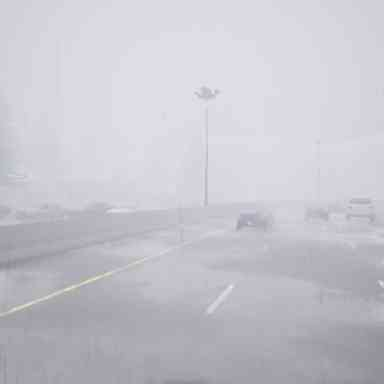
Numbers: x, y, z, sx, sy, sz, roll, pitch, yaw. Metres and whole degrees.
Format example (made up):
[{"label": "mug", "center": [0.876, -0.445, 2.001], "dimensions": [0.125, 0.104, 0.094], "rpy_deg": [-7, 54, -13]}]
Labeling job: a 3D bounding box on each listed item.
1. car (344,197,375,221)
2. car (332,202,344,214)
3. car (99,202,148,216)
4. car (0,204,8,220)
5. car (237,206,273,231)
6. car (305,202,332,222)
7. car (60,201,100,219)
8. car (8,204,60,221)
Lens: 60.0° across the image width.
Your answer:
[{"label": "car", "center": [15.066, 1.472, 29.859], "dimensions": [2.150, 2.045, 5.566], "rpy_deg": [0, 0, 26]}, {"label": "car", "center": [17.042, 1.876, 39.779], "dimensions": [1.994, 1.385, 4.181], "rpy_deg": [0, 0, 35]}, {"label": "car", "center": [-5.158, 1.620, 27.036], "dimensions": [1.812, 1.442, 4.674], "rpy_deg": [0, 0, 21]}, {"label": "car", "center": [-16.736, 1.500, 26.095], "dimensions": [2.128, 1.511, 4.902], "rpy_deg": [0, 0, 21]}, {"label": "car", "center": [4.162, 1.659, 21.625], "dimensions": [1.812, 1.442, 4.674], "rpy_deg": [0, 0, 20]}, {"label": "car", "center": [11.052, 1.744, 29.246], "dimensions": [1.812, 1.442, 4.674], "rpy_deg": [0, 0, 25]}, {"label": "car", "center": [-8.425, 1.555, 28.278], "dimensions": [1.882, 1.535, 5.008], "rpy_deg": [0, 0, 21]}, {"label": "car", "center": [-12.403, 1.648, 27.712], "dimensions": [1.895, 1.301, 4.718], "rpy_deg": [0, 0, 21]}]
